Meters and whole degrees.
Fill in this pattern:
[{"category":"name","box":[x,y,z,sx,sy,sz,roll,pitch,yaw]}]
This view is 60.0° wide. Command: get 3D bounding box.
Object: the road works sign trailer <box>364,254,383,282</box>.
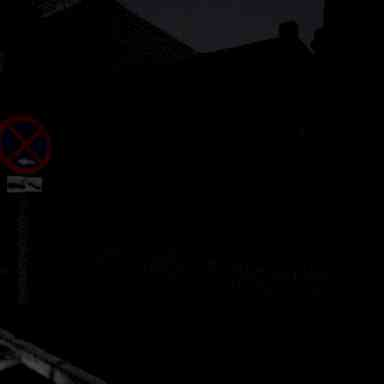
[{"category":"road works sign trailer","box":[6.855,1.381,9.272,2.380,3.560,2.880,7,39,-32]}]
